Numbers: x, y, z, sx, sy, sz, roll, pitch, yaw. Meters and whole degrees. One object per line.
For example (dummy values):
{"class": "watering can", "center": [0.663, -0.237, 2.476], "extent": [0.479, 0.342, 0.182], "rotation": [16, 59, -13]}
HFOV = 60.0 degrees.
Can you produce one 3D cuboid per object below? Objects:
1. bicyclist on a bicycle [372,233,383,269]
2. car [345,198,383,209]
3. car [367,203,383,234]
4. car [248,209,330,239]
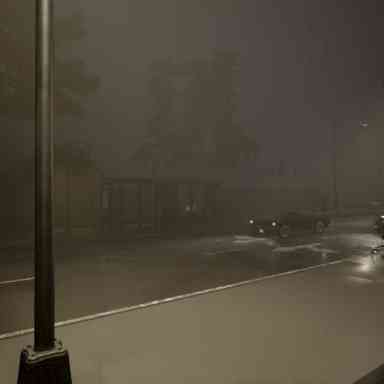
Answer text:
{"class": "bicyclist on a bicycle", "center": [5.521, 1.316, 8.676], "extent": [0.582, 1.620, 1.656], "rotation": [0, -2, -38]}
{"class": "car", "center": [22.215, 1.525, 43.054], "extent": [1.812, 1.442, 4.674], "rotation": [0, 0, -36]}
{"class": "car", "center": [11.821, 1.505, 18.105], "extent": [4.892, 1.490, 1.837], "rotation": [0, 0, -36]}
{"class": "car", "center": [5.207, 1.601, 17.645], "extent": [4.718, 1.301, 1.895], "rotation": [0, 0, -36]}
